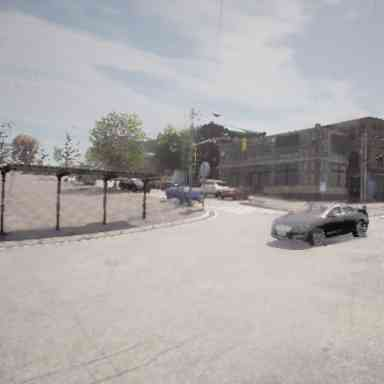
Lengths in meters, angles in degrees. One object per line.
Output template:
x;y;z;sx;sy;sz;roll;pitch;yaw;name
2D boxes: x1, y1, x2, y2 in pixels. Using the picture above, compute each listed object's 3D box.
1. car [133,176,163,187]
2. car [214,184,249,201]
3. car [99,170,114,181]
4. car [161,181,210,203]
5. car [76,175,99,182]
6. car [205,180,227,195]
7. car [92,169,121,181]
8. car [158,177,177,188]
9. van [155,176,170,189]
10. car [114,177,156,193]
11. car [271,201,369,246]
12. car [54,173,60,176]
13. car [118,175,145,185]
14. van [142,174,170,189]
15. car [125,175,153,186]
-7.285;-1.727;55.656;1.946;1.575;5.366;7;3;34;car
4.939;0.192;38.412;2.002;1.452;4.674;7;3;34;car
-16.148;-3.070;67.820;1.946;1.575;5.366;6;3;33;car
-0.727;0.124;31.241;1.812;1.442;4.674;2;4;-36;car
-17.231;-2.328;53.690;1.994;1.385;4.181;2;4;-36;car
3.212;-0.366;40.860;2.435;2.045;5.566;7;3;34;car
-18.032;-3.589;70.052;2.435;2.045;5.566;7;3;33;car
-2.109;-0.920;48.167;2.231;1.521;4.892;7;3;34;car
-3.904;-1.415;50.504;1.878;1.987;4.442;7;3;34;van
-6.856;-0.776;39.519;2.033;1.411;5.357;2;4;-38;car
5.397;1.186;13.825;4.902;1.511;2.128;-3;3;-34;car
-33.772;-3.981;84.302;1.812;1.442;4.674;2;-3;-15;car
-10.930;-2.224;60.386;2.002;1.452;4.674;7;3;34;car
-5.670;-1.683;52.949;1.878;1.987;4.442;7;3;34;van
-9.151;-1.954;57.950;2.002;1.452;4.674;7;3;34;car
